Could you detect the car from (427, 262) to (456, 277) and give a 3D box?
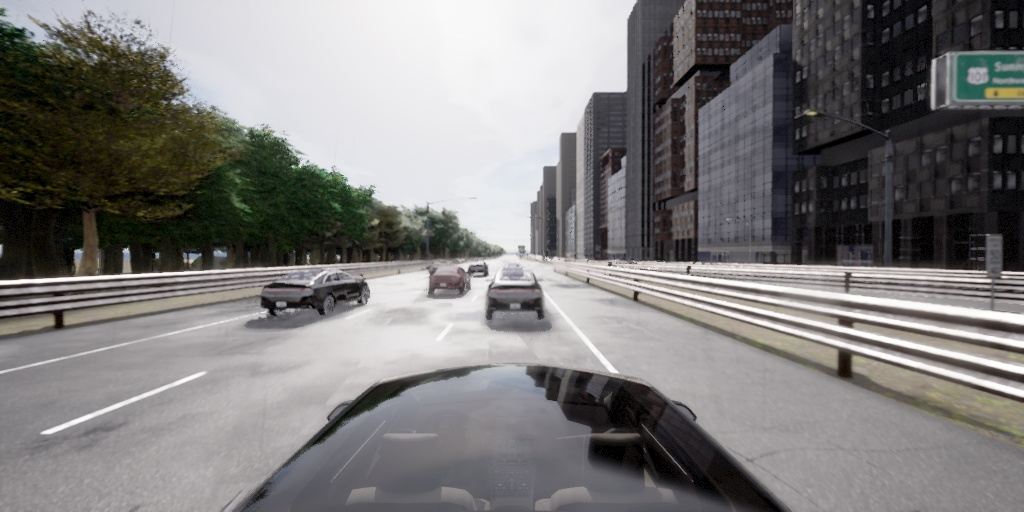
[{"bbox_3d":[-6.908,1.334,35.685,1.895,1.301,4.718,0,0,0],"label":"car"}]

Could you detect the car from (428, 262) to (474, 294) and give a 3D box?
[{"bbox_3d":[-3.405,1.262,20.062,1.812,1.442,4.674,0,0,0],"label":"car"}]

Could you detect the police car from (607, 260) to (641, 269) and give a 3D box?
[{"bbox_3d":[12.879,1.235,41.979,1.930,1.638,5.238,0,0,-16],"label":"police car"}]

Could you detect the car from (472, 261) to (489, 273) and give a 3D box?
[{"bbox_3d":[-3.409,1.224,37.008,2.128,1.511,4.902,0,0,0],"label":"car"}]

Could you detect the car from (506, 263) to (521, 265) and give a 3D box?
[{"bbox_3d":[0.094,1.280,31.199,2.033,1.411,5.357,0,0,0],"label":"car"}]

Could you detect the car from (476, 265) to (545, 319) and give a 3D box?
[{"bbox_3d":[0.097,1.232,12.754,2.128,1.511,4.902,0,0,0],"label":"car"}]

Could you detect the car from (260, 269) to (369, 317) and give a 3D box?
[{"bbox_3d":[-6.904,1.233,13.164,2.128,1.511,4.902,0,0,0],"label":"car"}]
